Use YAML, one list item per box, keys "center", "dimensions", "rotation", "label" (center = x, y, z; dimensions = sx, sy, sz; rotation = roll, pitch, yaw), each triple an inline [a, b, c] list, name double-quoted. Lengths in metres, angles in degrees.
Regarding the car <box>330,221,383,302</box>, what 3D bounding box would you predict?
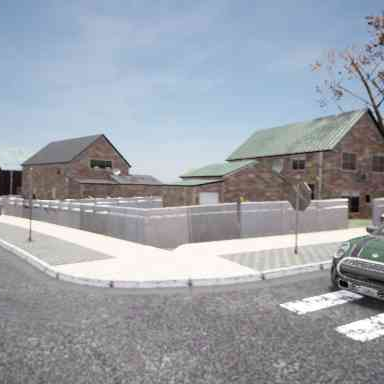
- center: [5.146, 1.221, 7.341]
  dimensions: [4.553, 1.767, 2.097]
  rotation: [-1, 2, -33]
  label: "car"
